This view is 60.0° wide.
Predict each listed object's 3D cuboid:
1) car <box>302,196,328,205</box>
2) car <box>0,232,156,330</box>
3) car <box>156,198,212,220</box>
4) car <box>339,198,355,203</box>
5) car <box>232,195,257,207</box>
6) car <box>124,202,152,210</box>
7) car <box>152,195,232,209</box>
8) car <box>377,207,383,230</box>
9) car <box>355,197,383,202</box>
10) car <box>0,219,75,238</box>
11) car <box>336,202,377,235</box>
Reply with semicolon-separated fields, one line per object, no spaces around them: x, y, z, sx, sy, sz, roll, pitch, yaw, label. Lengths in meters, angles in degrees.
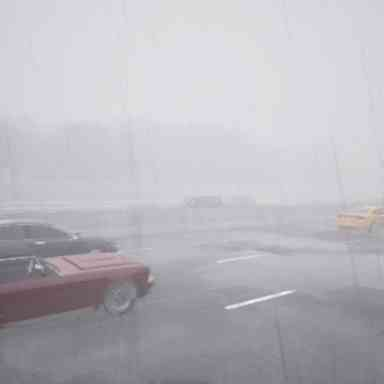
19.198;1.395;51.715;4.902;1.511;2.128;-2;1;-35;car
-3.050;1.605;5.868;4.718;1.301;1.895;0;0;-35;car
-0.689;1.444;29.251;4.553;1.767;2.097;0;0;-35;car
22.003;1.529;45.140;4.718;1.301;1.895;-1;1;-35;car
4.834;1.316;37.440;5.566;2.045;2.150;0;0;-35;car
-4.662;1.691;35.017;4.718;1.301;1.895;0;0;-35;car
0.082;1.308;25.512;5.566;2.045;2.150;0;0;-35;car
11.251;1.453;16.021;4.553;1.767;2.097;0;0;-35;car
23.064;1.424;41.630;5.008;1.535;1.882;-3;2;-34;car
-4.416;1.513;9.191;4.892;1.490;1.837;0;0;-35;car
10.655;1.579;19.885;5.008;1.535;1.882;0;0;-35;car
